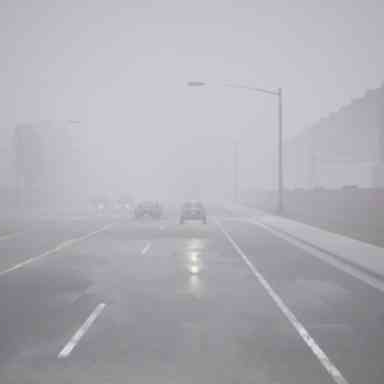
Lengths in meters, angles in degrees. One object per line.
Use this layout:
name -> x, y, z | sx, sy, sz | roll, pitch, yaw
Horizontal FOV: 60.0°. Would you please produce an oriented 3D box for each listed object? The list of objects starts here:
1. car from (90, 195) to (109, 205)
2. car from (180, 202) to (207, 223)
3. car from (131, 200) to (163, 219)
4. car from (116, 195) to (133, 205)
car -> -14.051, 1.212, 50.563 | 1.837, 1.490, 4.892 | 0, 1, 1
car -> 0.092, 1.411, 24.000 | 2.033, 1.411, 5.357 | 0, 0, 0
car -> -3.405, 1.447, 27.112 | 1.895, 1.301, 4.718 | 0, 0, 0
car -> -10.550, 1.202, 52.189 | 1.837, 1.490, 4.892 | 0, 1, 0
